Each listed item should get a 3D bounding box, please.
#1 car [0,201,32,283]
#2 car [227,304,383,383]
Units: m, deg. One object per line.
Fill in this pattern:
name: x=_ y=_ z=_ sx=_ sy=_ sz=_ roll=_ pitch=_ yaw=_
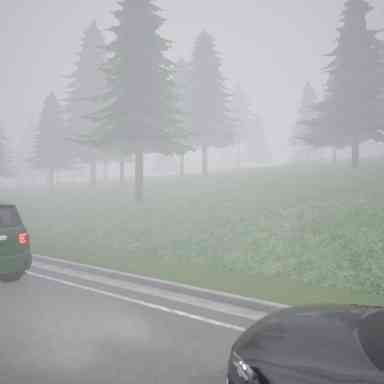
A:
car: x=-6.324 y=1.221 z=8.468 sx=5.566 sy=2.045 sz=2.150 roll=0 pitch=0 yaw=36
car: x=2.549 y=1.492 z=2.174 sx=4.902 sy=1.511 sz=2.128 roll=0 pitch=0 yaw=36
